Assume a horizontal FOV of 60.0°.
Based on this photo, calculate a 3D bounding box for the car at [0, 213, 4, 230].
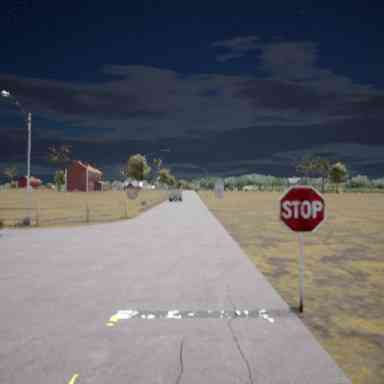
[{"bbox_3d":[-11.441,1.289,15.293,5.008,1.535,1.882,1,-1,-4],"label":"car"}]

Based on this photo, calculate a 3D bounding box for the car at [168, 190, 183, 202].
[{"bbox_3d":[-2.794,0.677,57.261,2.150,2.045,5.566,0,1,0],"label":"car"}]
